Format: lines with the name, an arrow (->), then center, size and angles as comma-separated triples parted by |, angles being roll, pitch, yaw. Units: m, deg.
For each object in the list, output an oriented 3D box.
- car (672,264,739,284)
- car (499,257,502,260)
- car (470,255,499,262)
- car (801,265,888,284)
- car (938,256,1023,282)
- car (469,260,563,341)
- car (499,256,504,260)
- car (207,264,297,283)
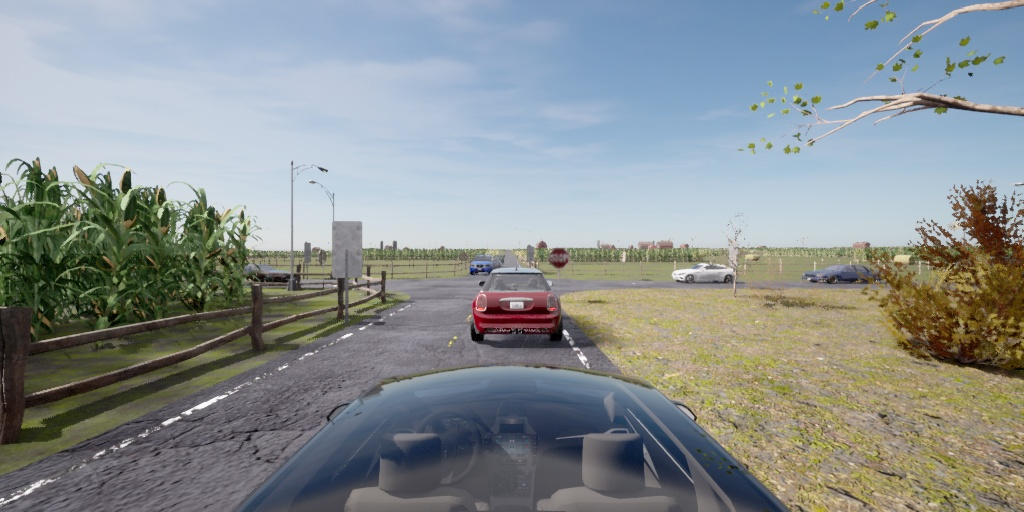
car -> 14.535, 1.298, 27.034 | 4.674, 1.442, 1.812 | 0, 0, 0
car -> -2.784, 1.247, 49.417 | 1.994, 1.385, 4.181 | 0, 0, 0
car -> -2.991, 0.933, 37.319 | 2.150, 2.045, 5.566 | 0, 0, 3
car -> 25.082, 1.350, 27.049 | 5.357, 1.411, 2.033 | 0, 0, 0
car -> 35.811, 1.055, 27.043 | 5.566, 2.045, 2.150 | 0, 0, 1
car -> 0.109, 1.100, 9.992 | 2.097, 1.767, 4.553 | 0, 0, 0
car -> -2.742, 1.152, 60.593 | 1.837, 1.490, 4.892 | 0, 0, 1
car -> -17.365, 1.237, 24.043 | 5.357, 1.411, 2.033 | 0, 0, 0
